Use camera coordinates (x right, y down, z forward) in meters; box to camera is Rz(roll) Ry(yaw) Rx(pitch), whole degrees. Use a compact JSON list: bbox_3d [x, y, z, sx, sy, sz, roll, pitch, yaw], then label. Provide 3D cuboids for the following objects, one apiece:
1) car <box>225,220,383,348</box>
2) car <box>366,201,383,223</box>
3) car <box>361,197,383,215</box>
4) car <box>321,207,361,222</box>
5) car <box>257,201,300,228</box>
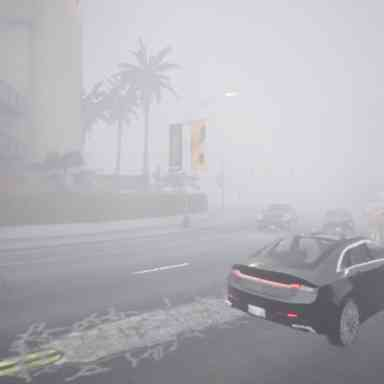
[{"bbox_3d":[2.754,1.552,6.494,4.902,1.511,2.128,1,0,-42],"label":"car"},{"bbox_3d":[14.807,1.741,25.151,1.882,1.535,5.008,0,0,19],"label":"car"},{"bbox_3d":[20.402,1.592,36.095,2.150,2.045,5.566,0,-1,4],"label":"car"},{"bbox_3d":[9.457,1.750,21.359,2.033,1.411,5.357,0,0,25],"label":"car"},{"bbox_3d":[5.790,1.533,21.999,2.097,1.767,4.553,0,0,26],"label":"car"}]
